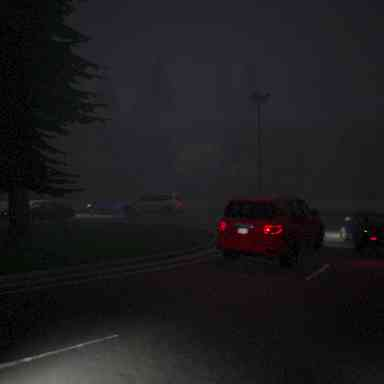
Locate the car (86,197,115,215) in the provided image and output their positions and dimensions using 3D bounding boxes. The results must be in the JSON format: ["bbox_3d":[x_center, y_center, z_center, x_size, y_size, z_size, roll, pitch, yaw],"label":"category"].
[{"bbox_3d":[-7.832,1.289,32.083,4.553,1.767,2.097,0,0,-3],"label":"car"}]

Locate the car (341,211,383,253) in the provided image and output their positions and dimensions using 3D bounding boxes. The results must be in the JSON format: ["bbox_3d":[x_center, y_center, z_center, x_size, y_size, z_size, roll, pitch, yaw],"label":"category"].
[{"bbox_3d":[7.163,1.455,13.022,1.812,1.442,4.674,0,0,17],"label":"car"}]

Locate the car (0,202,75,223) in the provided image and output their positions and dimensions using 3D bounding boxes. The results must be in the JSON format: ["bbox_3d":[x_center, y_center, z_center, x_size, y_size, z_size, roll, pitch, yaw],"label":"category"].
[{"bbox_3d":[-11.007,1.466,23.952,4.902,1.511,2.128,0,0,-27],"label":"car"}]

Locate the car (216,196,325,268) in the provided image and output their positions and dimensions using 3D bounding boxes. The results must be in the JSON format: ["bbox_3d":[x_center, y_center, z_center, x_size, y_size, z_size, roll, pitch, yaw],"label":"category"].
[{"bbox_3d":[2.931,1.173,11.526,2.150,2.045,5.566,1,1,34],"label":"car"}]

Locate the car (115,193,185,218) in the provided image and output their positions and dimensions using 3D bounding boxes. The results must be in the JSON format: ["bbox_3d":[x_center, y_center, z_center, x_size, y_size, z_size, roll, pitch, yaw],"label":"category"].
[{"bbox_3d":[-3.413,1.148,28.908,5.566,2.045,2.150,0,-1,12],"label":"car"}]
